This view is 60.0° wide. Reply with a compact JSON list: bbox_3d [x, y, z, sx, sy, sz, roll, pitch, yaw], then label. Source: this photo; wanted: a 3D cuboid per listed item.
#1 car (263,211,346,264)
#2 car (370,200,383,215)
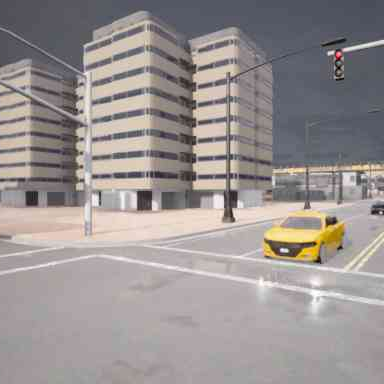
[{"bbox_3d":[4.244,1.495,12.147,1.882,1.535,5.008,0,0,35],"label":"car"},{"bbox_3d":[19.107,1.543,33.145,2.033,1.411,5.357,0,0,35],"label":"car"}]
